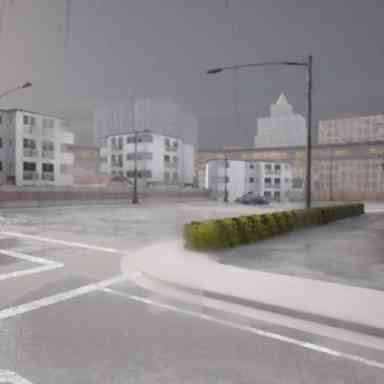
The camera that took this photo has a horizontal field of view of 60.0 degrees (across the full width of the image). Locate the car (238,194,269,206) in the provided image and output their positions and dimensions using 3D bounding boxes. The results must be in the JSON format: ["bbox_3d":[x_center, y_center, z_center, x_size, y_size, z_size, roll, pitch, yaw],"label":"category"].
[{"bbox_3d":[9.361,1.330,49.039,4.181,1.385,1.994,0,0,-32],"label":"car"}]

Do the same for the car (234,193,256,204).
[{"bbox_3d":[8.967,1.089,52.846,4.553,1.767,2.097,0,1,-29],"label":"car"}]
